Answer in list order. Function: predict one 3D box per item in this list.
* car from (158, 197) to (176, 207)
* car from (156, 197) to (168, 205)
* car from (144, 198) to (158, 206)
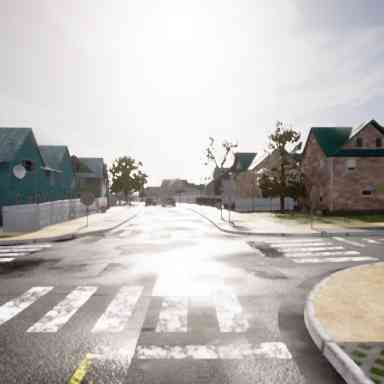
[{"bbox_3d":[-4.023,1.603,56.452,2.097,1.767,4.553,0,-1,-10],"label":"car"},{"bbox_3d":[-6.009,1.841,66.378,1.882,1.535,5.008,0,-1,-13],"label":"car"},{"bbox_3d":[-7.507,1.794,60.114,1.837,1.490,4.892,0,-1,-10],"label":"car"}]
